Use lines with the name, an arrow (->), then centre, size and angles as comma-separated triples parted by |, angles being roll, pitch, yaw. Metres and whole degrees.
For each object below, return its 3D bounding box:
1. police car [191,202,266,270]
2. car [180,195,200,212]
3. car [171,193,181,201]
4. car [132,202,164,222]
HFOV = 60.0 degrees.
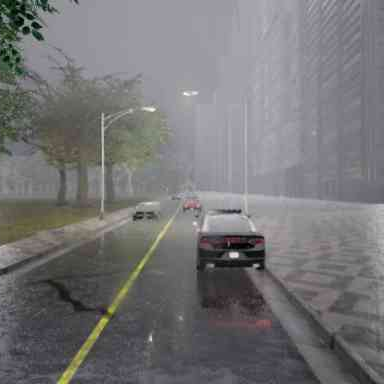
police car -> 1.045, 1.344, 10.851 | 1.930, 1.638, 5.238 | 0, 0, 0
car -> 0.038, 1.324, 34.104 | 1.895, 1.301, 4.718 | 0, 1, 0
car -> -3.040, 0.993, 65.237 | 2.033, 1.411, 5.357 | 0, 0, 0
car -> -3.110, 1.413, 24.186 | 1.895, 1.301, 4.718 | 0, 0, 0
